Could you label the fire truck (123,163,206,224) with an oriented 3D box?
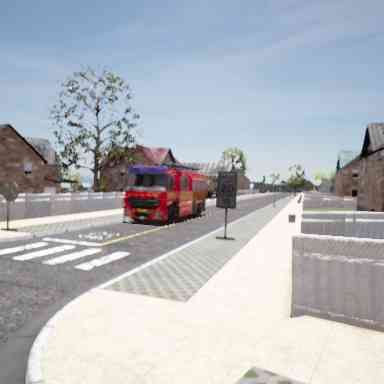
[{"bbox_3d":[-1.503,0.018,23.436,2.891,3.827,8.468,3,1,19],"label":"fire truck"}]
